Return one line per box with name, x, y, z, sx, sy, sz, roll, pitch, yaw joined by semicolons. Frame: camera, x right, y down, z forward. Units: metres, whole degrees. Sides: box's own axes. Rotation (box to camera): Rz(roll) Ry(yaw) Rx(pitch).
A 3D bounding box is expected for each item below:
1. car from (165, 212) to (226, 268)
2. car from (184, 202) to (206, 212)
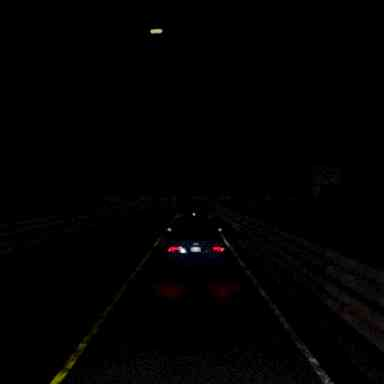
car;0.099;1.630;11.567;2.033;1.411;5.357;0;0;0
car;0.279;1.730;31.718;1.837;1.490;4.892;0;0;2
